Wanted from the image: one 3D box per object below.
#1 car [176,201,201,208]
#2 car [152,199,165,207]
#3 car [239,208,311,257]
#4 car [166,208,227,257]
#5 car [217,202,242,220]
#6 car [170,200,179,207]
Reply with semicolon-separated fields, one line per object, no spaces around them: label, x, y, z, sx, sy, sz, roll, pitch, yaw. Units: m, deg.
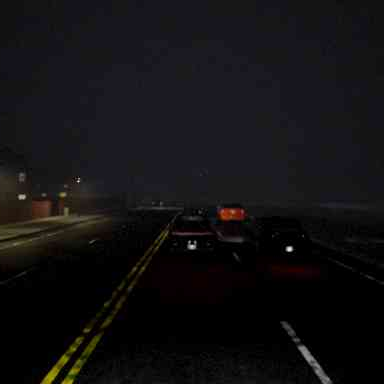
car;0.014;1.796;28.508;2.128;1.511;4.902;0;0;0
car;-6.517;2.066;64.642;2.097;1.767;4.553;0;-1;0
car;3.265;1.649;13.502;1.837;1.490;4.892;0;0;0
car;0.015;1.635;13.508;2.128;1.511;4.902;0;0;0
car;3.264;1.653;28.420;2.097;1.767;4.553;0;-1;0
car;-3.261;2.271;65.322;2.033;1.411;5.357;0;-1;0
